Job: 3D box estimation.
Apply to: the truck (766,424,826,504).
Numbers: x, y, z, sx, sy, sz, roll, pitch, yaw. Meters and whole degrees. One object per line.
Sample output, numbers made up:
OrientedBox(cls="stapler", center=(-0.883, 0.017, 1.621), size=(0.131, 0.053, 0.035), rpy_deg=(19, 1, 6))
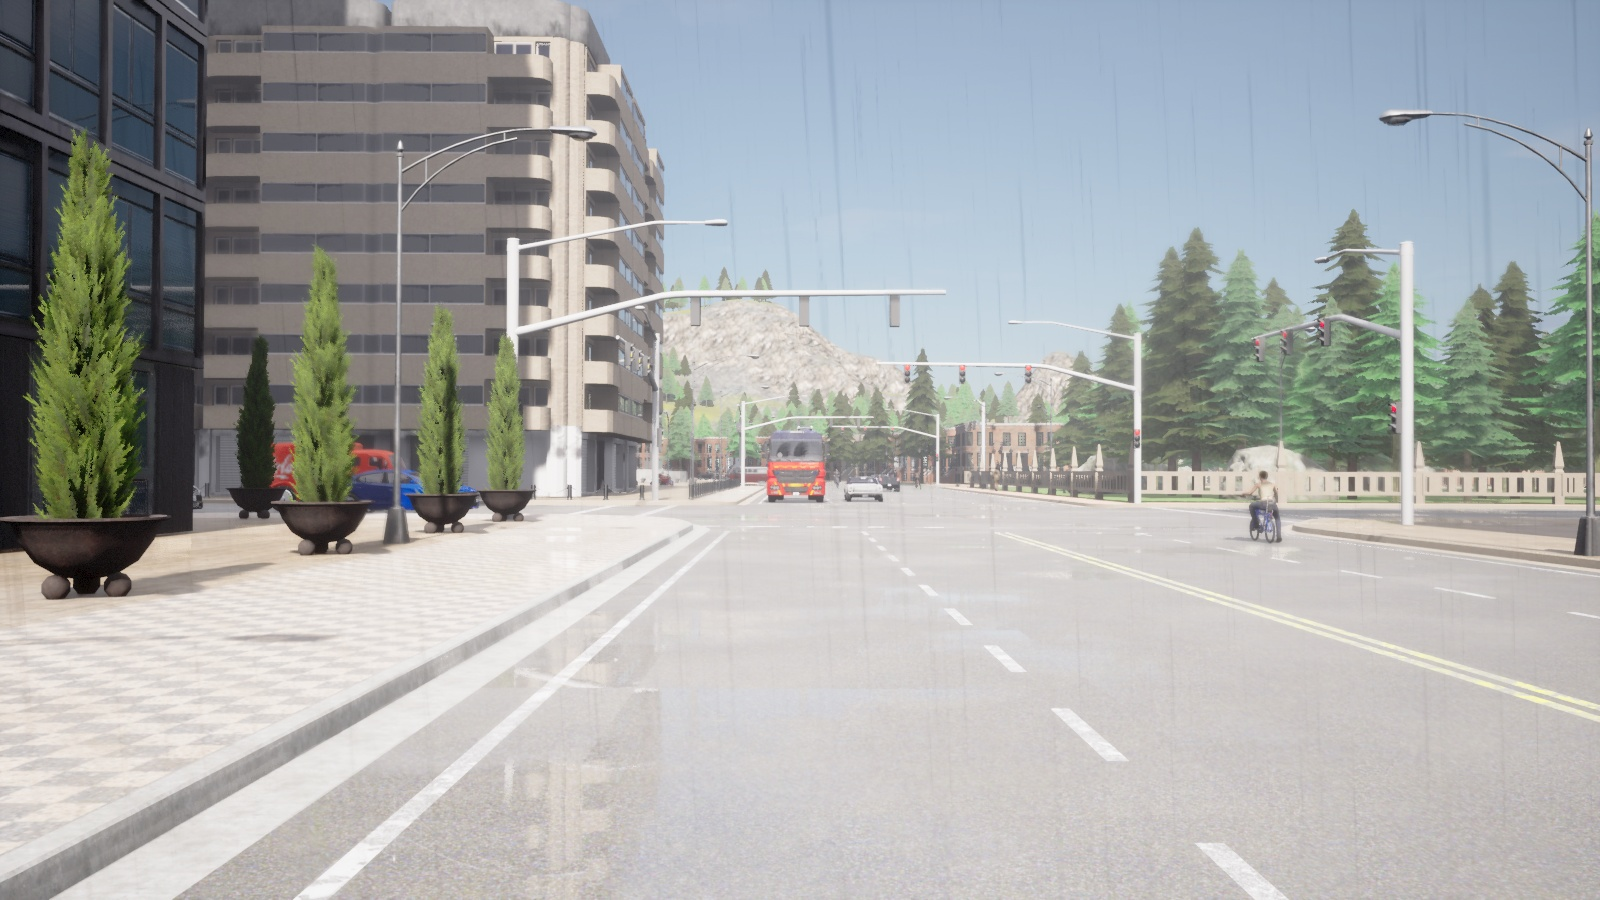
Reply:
OrientedBox(cls="truck", center=(-0.192, 0.738, 64.917), size=(2.891, 3.827, 8.468), rpy_deg=(0, -1, 0))

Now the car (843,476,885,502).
OrientedBox(cls="car", center=(3.310, 2.002, 65.676), size=(1.895, 1.301, 4.718), rpy_deg=(0, -1, 0))

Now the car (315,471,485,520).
OrientedBox(cls="car", center=(-13.090, 1.481, 41.321), size=(5.008, 1.535, 1.882), rpy_deg=(0, -1, 0))

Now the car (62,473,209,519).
OrientedBox(cls="car", center=(-21.819, 1.504, 41.343), size=(3.806, 1.475, 1.970), rpy_deg=(0, -1, 0))

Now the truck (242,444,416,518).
OrientedBox(cls="truck", center=(-16.741, 1.100, 44.837), size=(5.204, 2.467, 2.627), rpy_deg=(-1, -1, 0))

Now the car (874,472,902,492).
OrientedBox(cls="car", center=(6.723, 2.411, 96.059), size=(1.845, 1.501, 3.633), rpy_deg=(0, -1, 0))

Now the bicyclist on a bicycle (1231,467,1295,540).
OrientedBox(cls="bicyclist on a bicycle", center=(10.412, 1.183, 28.270), size=(0.866, 1.612, 1.509), rpy_deg=(0, -1, 0))
